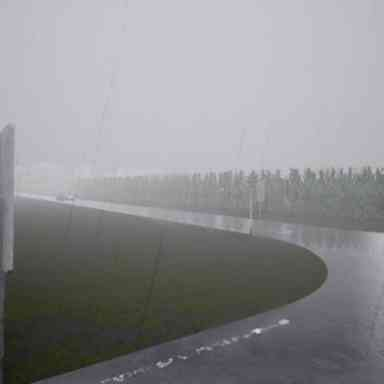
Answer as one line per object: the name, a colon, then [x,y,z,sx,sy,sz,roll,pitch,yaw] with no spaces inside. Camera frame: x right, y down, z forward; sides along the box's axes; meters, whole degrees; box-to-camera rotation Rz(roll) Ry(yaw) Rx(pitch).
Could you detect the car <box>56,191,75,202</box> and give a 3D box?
car: [-18.946,0.642,49.758,2.128,1.511,4.902,1,0,-36]
